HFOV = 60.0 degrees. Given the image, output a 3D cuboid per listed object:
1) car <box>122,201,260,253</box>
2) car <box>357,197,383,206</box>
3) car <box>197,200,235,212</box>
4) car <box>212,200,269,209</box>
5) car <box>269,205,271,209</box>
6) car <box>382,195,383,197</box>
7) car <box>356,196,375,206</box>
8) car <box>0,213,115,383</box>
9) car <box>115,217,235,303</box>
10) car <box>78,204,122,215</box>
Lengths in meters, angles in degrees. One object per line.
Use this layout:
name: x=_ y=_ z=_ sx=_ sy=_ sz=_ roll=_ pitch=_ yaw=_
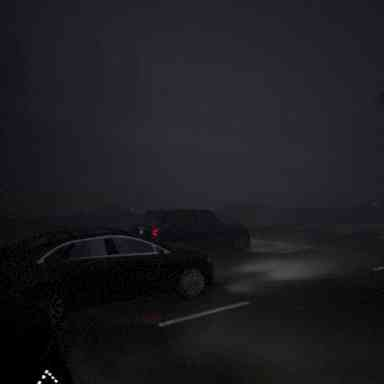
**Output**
car: x=0.055 y=1.376 z=12.351 sx=4.553 sy=1.767 sz=2.097 roll=1 pitch=0 yaw=-35
car: x=26.788 y=1.817 z=49.611 sx=5.357 sy=1.411 sz=2.033 roll=0 pitch=0 yaw=-38
car: x=2.944 y=1.664 z=40.403 sx=4.181 sy=1.385 sz=1.994 roll=0 pitch=0 yaw=-36
car: x=3.611 y=1.626 z=27.970 sx=5.357 sy=1.411 sz=2.033 roll=0 pitch=0 yaw=-35
car: x=7.319 y=1.690 z=39.256 sx=4.181 sy=1.385 sz=1.994 roll=0 pitch=0 yaw=-36
car: x=38.045 y=1.594 z=64.590 sx=2.150 sy=2.045 sz=5.566 roll=0 pitch=0 yaw=45
car: x=34.266 y=1.705 z=65.727 sx=2.097 sy=1.767 sz=4.553 roll=0 pitch=0 yaw=45
car: x=-3.388 y=1.202 z=1.330 sx=5.566 sy=2.045 sz=2.150 roll=0 pitch=0 yaw=-36
car: x=-1.726 y=1.494 z=6.804 sx=4.902 sy=1.511 sz=2.128 roll=0 pitch=0 yaw=-35
car: x=-6.509 y=1.573 z=25.108 sx=4.181 sy=1.385 sz=1.994 roll=0 pitch=0 yaw=-35
